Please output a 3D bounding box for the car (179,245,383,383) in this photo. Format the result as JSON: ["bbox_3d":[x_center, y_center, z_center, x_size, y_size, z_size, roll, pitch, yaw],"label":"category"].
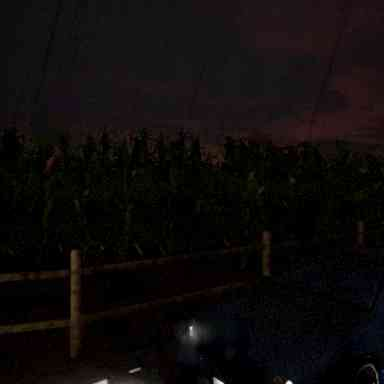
[{"bbox_3d":[2.470,1.548,4.827,5.357,1.411,2.033,0,0,-35],"label":"car"}]
